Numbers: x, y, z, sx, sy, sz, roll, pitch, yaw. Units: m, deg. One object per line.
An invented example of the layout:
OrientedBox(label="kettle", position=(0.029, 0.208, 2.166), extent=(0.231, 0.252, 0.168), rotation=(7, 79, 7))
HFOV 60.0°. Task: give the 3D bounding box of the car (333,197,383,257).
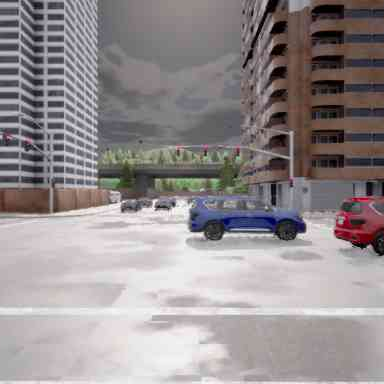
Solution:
OrientedBox(label="car", position=(8.249, 1.221, 12.463), extent=(5.566, 2.045, 2.150), rotation=(0, 0, 0))

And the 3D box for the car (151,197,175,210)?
OrientedBox(label="car", position=(-3.590, 1.547, 42.289), extent=(2.033, 1.411, 5.357), rotation=(0, 0, 0))

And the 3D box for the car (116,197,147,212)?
OrientedBox(label="car", position=(-7.091, 1.547, 39.420), extent=(2.033, 1.411, 5.357), rotation=(0, 0, 0))

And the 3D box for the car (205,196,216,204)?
OrientedBox(label="car", position=(3.514, 1.526, 63.150), extent=(1.812, 1.442, 4.674), rotation=(0, 0, 0))

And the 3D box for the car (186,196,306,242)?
OrientedBox(label="car", position=(2.518, 1.221, 15.995), extent=(5.566, 2.045, 2.150), rotation=(0, 0, 0))

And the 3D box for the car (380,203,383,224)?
OrientedBox(label="car", position=(16.020, 1.505, 23.110), extent=(4.892, 1.490, 1.837), rotation=(0, 0, 0))

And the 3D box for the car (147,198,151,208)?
OrientedBox(label="car", position=(-7.078, 1.547, 49.773), extent=(2.033, 1.411, 5.357), rotation=(0, 0, 0))

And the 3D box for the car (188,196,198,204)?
OrientedBox(label="car", position=(0.114, 1.504, 62.878), extent=(1.837, 1.490, 4.892), rotation=(0, 0, 0))
